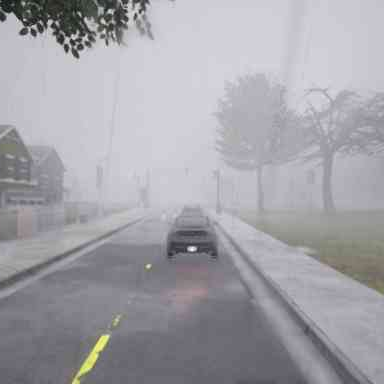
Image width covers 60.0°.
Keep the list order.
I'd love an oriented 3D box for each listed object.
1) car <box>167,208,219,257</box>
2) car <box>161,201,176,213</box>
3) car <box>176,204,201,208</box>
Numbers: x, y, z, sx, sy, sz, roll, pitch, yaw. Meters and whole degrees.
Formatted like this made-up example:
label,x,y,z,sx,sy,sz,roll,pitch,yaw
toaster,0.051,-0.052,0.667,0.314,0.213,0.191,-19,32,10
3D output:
label,x,y,z,sx,sy,sz,roll,pitch,yaw
car,0.020,1.643,13.486,1.837,1.490,4.892,0,0,0
car,-2.776,1.933,43.158,1.812,1.442,4.674,0,-1,1
car,0.020,1.770,28.505,2.128,1.511,4.902,0,0,0
